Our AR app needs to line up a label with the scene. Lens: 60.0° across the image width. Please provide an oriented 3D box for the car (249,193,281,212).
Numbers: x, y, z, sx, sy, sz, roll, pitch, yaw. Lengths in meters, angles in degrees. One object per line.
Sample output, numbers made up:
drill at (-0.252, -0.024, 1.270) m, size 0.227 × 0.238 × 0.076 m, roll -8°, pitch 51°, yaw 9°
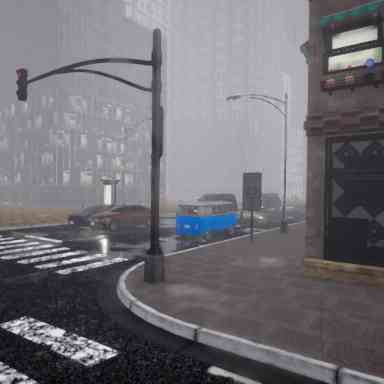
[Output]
car at (8.091, 1.124, 37.183) m, size 2.150 × 2.045 × 5.566 m, roll 1°, pitch 1°, yaw 36°

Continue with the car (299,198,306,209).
car at (15.631, 1.463, 42.417) m, size 1.812 × 1.442 × 4.674 m, roll 1°, pitch 1°, yaw 36°

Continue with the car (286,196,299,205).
car at (16.313, 1.363, 53.294) m, size 1.752 × 1.417 × 4.829 m, roll 1°, pitch 1°, yaw 35°

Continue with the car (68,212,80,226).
car at (-5.986, 1.467, 21.838) m, size 1.947 × 1.339 × 4.313 m, roll 1°, pitch 1°, yaw 35°

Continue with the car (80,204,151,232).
car at (-4.043, 1.466, 20.096) m, size 1.812 × 1.442 × 4.674 m, roll 1°, pitch 1°, yaw 37°

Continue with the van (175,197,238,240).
van at (0.853, 1.368, 16.989) m, size 1.690 × 1.788 × 3.998 m, roll 1°, pitch 1°, yaw 35°

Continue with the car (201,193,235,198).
car at (1.903, 1.142, 28.478) m, size 2.150 × 2.045 × 5.566 m, roll 1°, pitch 1°, yaw 36°
